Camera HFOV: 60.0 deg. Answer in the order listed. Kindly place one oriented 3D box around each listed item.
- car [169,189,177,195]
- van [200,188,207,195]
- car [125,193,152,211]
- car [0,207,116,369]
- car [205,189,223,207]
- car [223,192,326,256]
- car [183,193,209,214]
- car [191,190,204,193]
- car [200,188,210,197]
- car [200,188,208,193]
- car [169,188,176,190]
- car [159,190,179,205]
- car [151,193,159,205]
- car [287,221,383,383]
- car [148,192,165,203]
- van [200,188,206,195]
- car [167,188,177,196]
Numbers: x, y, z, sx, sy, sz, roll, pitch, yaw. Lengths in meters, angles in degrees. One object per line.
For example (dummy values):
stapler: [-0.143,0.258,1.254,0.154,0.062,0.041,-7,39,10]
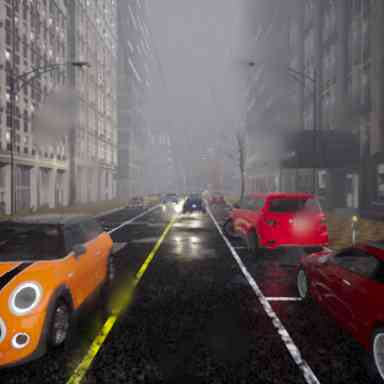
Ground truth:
car: [-4.907,-0.030,86.918,1.967,1.590,4.097,0,1,0]
van: [2.973,-0.129,86.879,1.690,1.788,3.998,0,1,0]
car: [-5.169,1.055,31.454,1.802,1.307,4.206,0,1,0]
car: [-2.822,1.251,5.920,2.097,1.767,4.553,0,1,0]
car: [2.737,0.819,36.961,1.967,1.590,4.097,0,1,0]
car: [2.870,1.014,12.318,2.150,2.045,5.566,0,1,-6]
car: [0.209,1.078,29.002,1.994,1.385,4.181,0,1,1]
car: [0.323,0.746,48.635,1.994,1.385,4.181,0,1,0]
car: [2.925,0.035,75.783,2.192,1.841,5.009,0,1,0]
car: [2.869,0.432,64.866,1.752,1.417,4.829,0,1,0]
car: [-4.986,0.360,70.280,1.887,1.381,4.507,0,1,0]
car: [-2.647,0.825,41.719,1.812,1.442,4.674,0,1,0]
car: [-5.117,0.815,42.376,1.752,1.417,4.829,0,1,0]
car: [3.046,1.440,4.947,1.812,1.442,4.674,0,1,0]
car: [-5.090,0.758,48.093,1.947,1.339,4.313,0,1,0]
van: [2.999,-0.225,92.425,1.690,1.788,3.998,0,1,0]
car: [-4.933,-0.059,81.369,2.192,1.841,5.009,0,1,0]
